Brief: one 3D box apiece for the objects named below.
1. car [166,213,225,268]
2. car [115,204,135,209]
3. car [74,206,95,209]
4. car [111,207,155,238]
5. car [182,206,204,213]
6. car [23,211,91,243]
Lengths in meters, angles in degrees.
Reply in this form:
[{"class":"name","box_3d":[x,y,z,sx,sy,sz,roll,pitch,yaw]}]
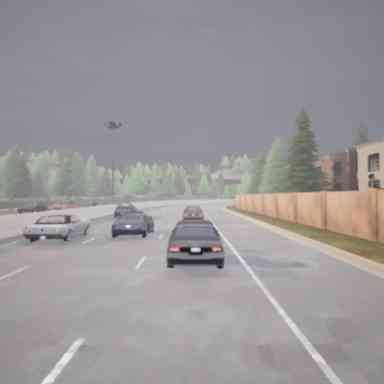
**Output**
[{"class":"car","box_3d":[0.103,1.713,11.896,2.033,1.411,5.357,0,-1,0]},{"class":"car","box_3d":[-6.893,1.976,35.099,2.128,1.511,4.902,0,-1,0]},{"class":"car","box_3d":[-14.070,2.125,45.056,1.837,1.490,4.892,0,0,0]},{"class":"car","box_3d":[-3.395,1.837,19.689,1.994,1.385,4.181,0,-1,0]},{"class":"car","box_3d":[0.106,1.957,29.674,2.033,1.411,5.357,0,-1,0]},{"class":"car","box_3d":[-6.896,1.845,17.617,1.895,1.301,4.718,0,-1,0]}]
